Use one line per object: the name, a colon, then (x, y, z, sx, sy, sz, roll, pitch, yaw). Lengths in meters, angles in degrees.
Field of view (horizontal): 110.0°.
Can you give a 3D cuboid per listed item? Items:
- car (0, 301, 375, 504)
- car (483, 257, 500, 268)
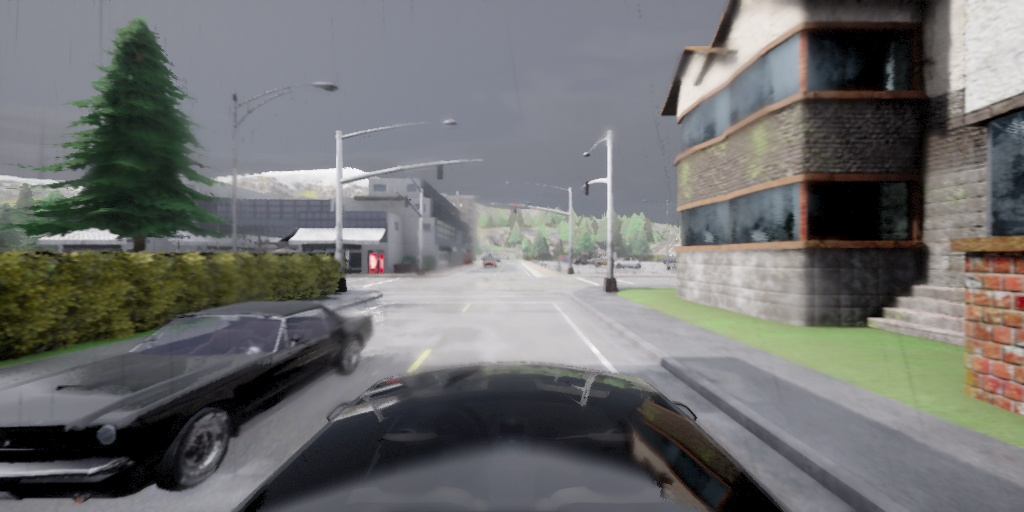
car: (-3.581, 1.346, 4.682, 1.895, 1.301, 4.718, 0, 0, 0)
car: (-3.510, 0.990, 57.365, 2.097, 1.767, 4.553, 0, 0, 0)
